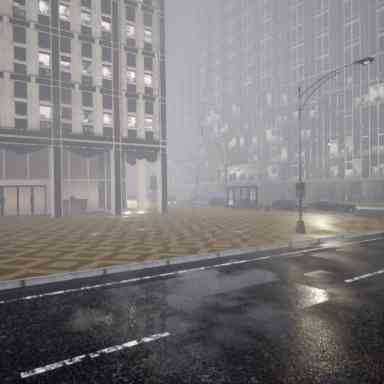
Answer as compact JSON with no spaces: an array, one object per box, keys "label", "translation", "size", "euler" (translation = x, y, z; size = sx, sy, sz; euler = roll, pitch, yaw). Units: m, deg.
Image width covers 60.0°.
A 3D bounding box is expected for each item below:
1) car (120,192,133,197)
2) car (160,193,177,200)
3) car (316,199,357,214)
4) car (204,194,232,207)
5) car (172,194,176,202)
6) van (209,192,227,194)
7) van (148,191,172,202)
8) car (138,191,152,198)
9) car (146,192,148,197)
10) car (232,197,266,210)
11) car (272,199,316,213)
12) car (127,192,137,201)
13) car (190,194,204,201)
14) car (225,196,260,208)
[{"label":"car","translation":[-18.027,0.689,91.275],"size":[2.008,1.369,4.403],"euler":[0,1,-34]},{"label":"car","translation":[-5.167,0.936,72.529],"size":[1.802,1.307,4.206],"euler":[0,1,-34]},{"label":"car","translation":[14.207,1.442,34.037],"size":[1.895,1.301,4.718],"euler":[-1,1,-34]},{"label":"car","translation":[3.952,1.320,44.327],"size":[1.947,1.339,4.313],"euler":[0,1,-34]},{"label":"car","translation":[-5.019,1.074,62.236],"size":[2.033,1.411,5.357],"euler":[-1,1,-34]},{"label":"van","translation":[4.477,0.855,58.465],"size":[1.690,1.788,3.998],"euler":[0,1,-34]},{"label":"van","translation":[-5.648,0.937,58.413],"size":[1.690,1.788,3.998],"euler":[0,1,-34]},{"label":"car","translation":[-11.597,0.686,81.901],"size":[1.967,1.590,4.097],"euler":[0,1,-34]},{"label":"car","translation":[-8.382,0.615,77.213],"size":[2.192,1.841,5.009],"euler":[0,1,-34]},{"label":"car","translation":[7.119,1.388,39.607],"size":[1.802,1.307,4.206],"euler":[0,1,-34]},{"label":"car","translation":[10.320,1.424,34.908],"size":[1.947,1.339,4.313],"euler":[0,1,-34]},{"label":"car","translation":[-12.078,1.040,67.790],"size":[2.008,1.369,4.403],"euler":[0,1,-34]},{"label":"car","translation":[1.263,1.044,63.155],"size":[1.802,1.307,4.206],"euler":[0,1,-34]},{"label":"car","translation":[6.763,1.322,44.899],"size":[1.895,1.301,4.718],"euler":[-1,1,-34]}]
